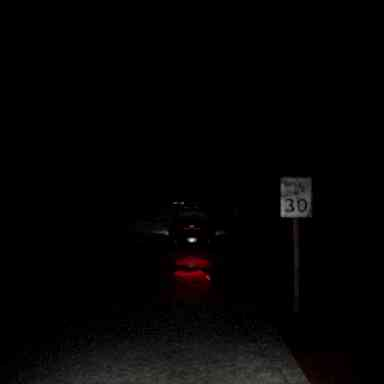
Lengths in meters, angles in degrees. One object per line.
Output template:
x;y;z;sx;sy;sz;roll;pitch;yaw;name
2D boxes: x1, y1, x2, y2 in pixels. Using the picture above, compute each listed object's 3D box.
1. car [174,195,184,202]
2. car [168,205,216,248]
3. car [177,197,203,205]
-2.974;1.413;76.743;2.097;1.767;4.553;0;-1;0;car
0.000;1.517;14.650;1.837;1.490;4.892;0;0;0;car
-0.005;1.499;29.653;2.128;1.511;4.902;0;0;0;car
